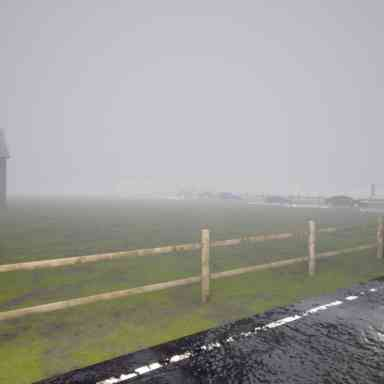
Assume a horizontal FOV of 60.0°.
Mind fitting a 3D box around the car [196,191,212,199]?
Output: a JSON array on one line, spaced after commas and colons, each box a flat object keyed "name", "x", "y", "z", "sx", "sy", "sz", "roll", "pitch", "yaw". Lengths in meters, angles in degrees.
[{"name": "car", "x": 2.653, "y": 0.597, "z": 65.423, "sx": 1.837, "sy": 1.490, "sz": 4.892, "roll": 0, "pitch": 1, "yaw": -35}]

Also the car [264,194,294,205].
[{"name": "car", "x": 11.996, "y": 1.020, "z": 46.127, "sx": 1.994, "sy": 1.385, "sz": 4.181, "roll": 0, "pitch": 1, "yaw": -34}]

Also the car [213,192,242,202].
[{"name": "car", "x": 6.097, "y": 0.751, "z": 54.376, "sx": 1.882, "sy": 1.535, "sz": 5.008, "roll": 0, "pitch": 1, "yaw": -35}]

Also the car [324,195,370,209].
[{"name": "car", "x": 17.717, "y": 1.112, "z": 38.098, "sx": 1.882, "sy": 1.535, "sz": 5.008, "roll": 0, "pitch": 1, "yaw": -36}]

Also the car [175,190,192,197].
[{"name": "car", "x": -1.916, "y": 0.362, "z": 71.761, "sx": 1.837, "sy": 1.490, "sz": 4.892, "roll": 0, "pitch": 1, "yaw": -36}]
